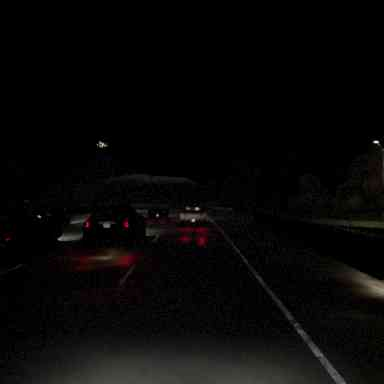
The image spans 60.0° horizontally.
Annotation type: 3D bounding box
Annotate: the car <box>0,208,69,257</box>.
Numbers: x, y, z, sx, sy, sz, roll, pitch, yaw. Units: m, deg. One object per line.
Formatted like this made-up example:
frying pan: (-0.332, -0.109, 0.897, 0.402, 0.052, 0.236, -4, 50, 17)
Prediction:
car: (-6.896, 1.570, 12.926, 2.033, 1.411, 5.357, 0, 0, 0)

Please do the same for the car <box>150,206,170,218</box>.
car: (-3.404, 2.082, 35.264, 1.895, 1.301, 4.718, 0, -2, 0)

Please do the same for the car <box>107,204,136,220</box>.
car: (-6.904, 1.935, 32.944, 1.812, 1.442, 4.674, 0, -2, 0)

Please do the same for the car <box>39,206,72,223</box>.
car: (-10.404, 1.707, 24.482, 1.994, 1.385, 4.181, 0, -1, 0)

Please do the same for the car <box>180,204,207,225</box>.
car: (0.096, 1.764, 25.289, 1.895, 1.301, 4.718, 0, -2, 0)

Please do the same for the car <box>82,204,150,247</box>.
car: (-3.405, 1.379, 15.387, 2.097, 1.767, 4.553, 0, 0, 0)
